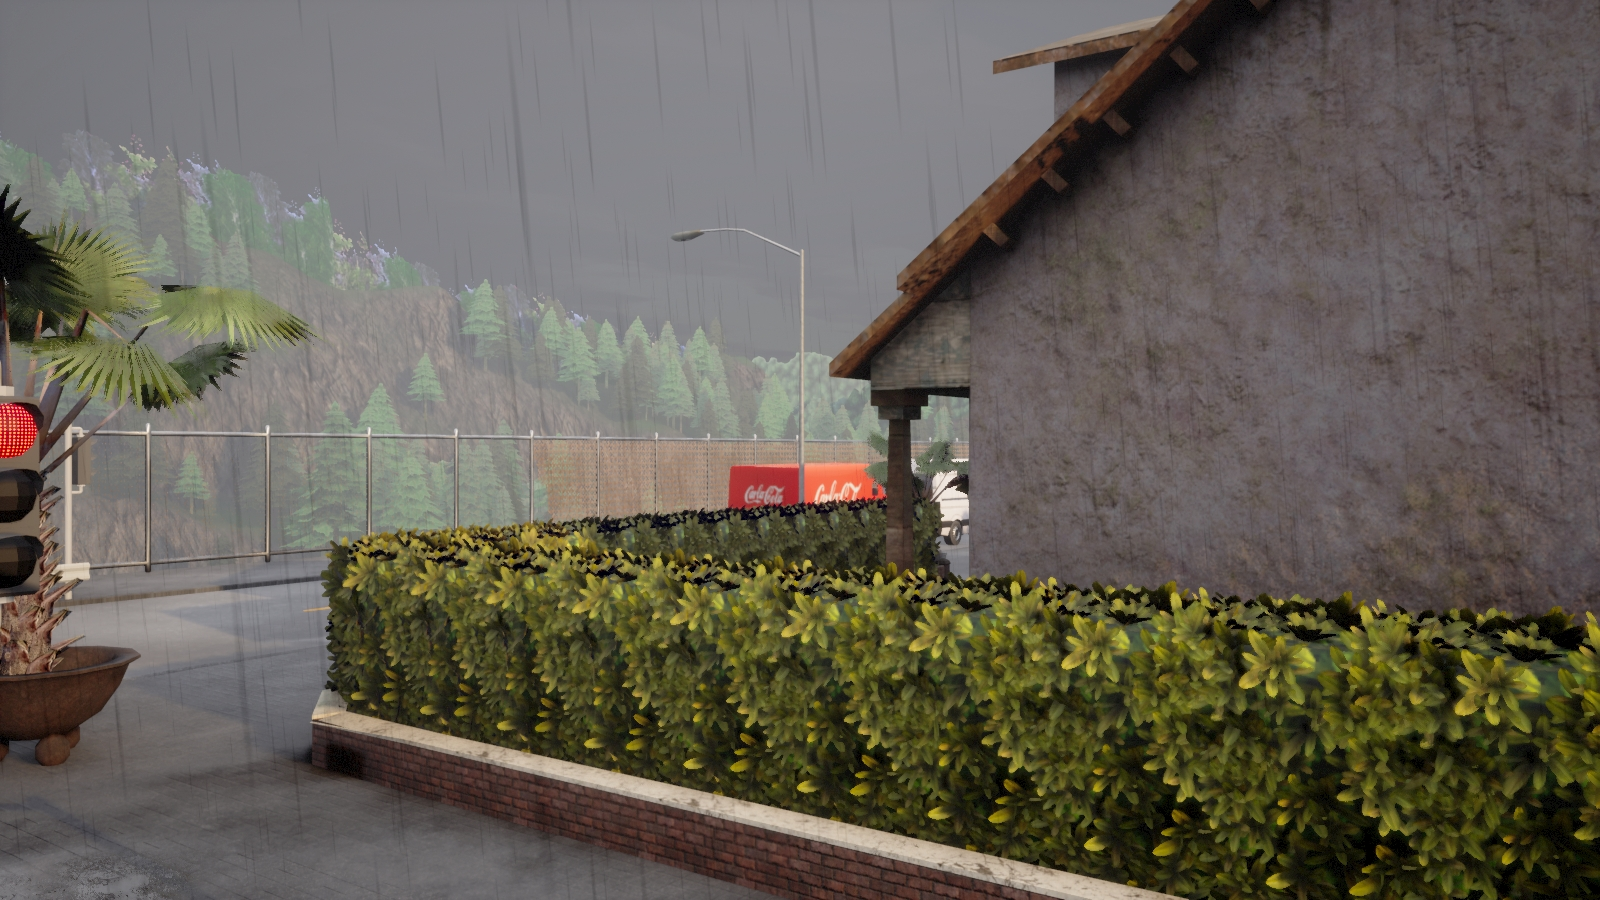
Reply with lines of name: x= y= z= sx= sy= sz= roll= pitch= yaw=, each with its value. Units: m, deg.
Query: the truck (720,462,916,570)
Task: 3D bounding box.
truck: x=0.584 y=1.568 z=29.600 sx=2.627 sy=2.467 sz=5.204 roll=0 pitch=0 yaw=35
